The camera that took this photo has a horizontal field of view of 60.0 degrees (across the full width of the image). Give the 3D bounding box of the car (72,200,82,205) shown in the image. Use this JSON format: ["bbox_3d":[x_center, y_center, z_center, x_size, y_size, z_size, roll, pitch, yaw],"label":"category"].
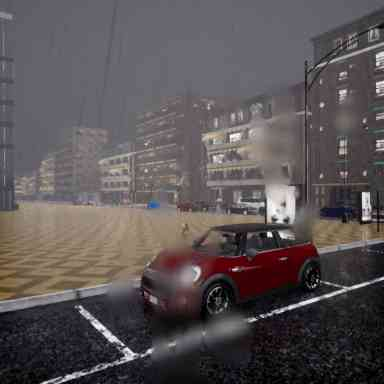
[{"bbox_3d":[-30.181,2.863,87.673,1.887,1.381,4.507,-2,0,-36],"label":"car"}]

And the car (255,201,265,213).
[{"bbox_3d":[8.954,1.887,33.499,2.008,1.369,4.403,-2,0,-36],"label":"car"}]

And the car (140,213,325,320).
[{"bbox_3d":[0.918,1.440,7.228,4.097,1.590,1.967,0,0,-36],"label":"car"}]

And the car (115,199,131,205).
[{"bbox_3d":[-16.860,2.529,83.577,1.967,1.590,4.097,-2,0,-36],"label":"car"}]

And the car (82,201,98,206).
[{"bbox_3d":[-23.641,2.704,78.657,2.008,1.369,4.403,-2,0,-36],"label":"car"}]

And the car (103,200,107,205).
[{"bbox_3d":[-23.397,2.799,92.593,1.887,1.381,4.507,-2,0,-36],"label":"car"}]

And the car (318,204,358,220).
[{"bbox_3d":[13.990,1.809,31.204,1.994,1.385,4.181,-1,0,-36],"label":"car"}]

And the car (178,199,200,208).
[{"bbox_3d":[-0.507,2.119,61.039,1.967,1.590,4.097,-2,0,-36],"label":"car"}]

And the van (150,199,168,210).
[{"bbox_3d":[-5.330,2.035,53.357,1.690,1.788,3.998,-2,0,-36],"label":"van"}]

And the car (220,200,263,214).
[{"bbox_3d":[5.683,1.969,38.007,2.008,1.369,4.403,-2,0,-36],"label":"car"}]

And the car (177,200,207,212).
[{"bbox_3d":[-0.403,2.115,46.476,1.887,1.381,4.507,-2,0,-36],"label":"car"}]

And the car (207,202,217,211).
[{"bbox_3d":[1.614,2.058,48.289,1.837,1.490,4.892,-1,0,-36],"label":"car"}]

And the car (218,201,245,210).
[{"bbox_3d":[6.096,2.097,52.067,1.802,1.307,4.206,-2,0,-36],"label":"car"}]

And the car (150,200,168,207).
[{"bbox_3d":[-7.047,2.425,70.052,1.802,1.307,4.206,-2,0,-36],"label":"car"}]

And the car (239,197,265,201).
[{"bbox_3d":[7.753,1.622,39.798,2.150,2.045,5.566,-1,-1,-36],"label":"car"}]

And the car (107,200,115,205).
[{"bbox_3d":[-20.127,2.737,88.085,1.947,1.339,4.313,-2,0,-36],"label":"car"}]
